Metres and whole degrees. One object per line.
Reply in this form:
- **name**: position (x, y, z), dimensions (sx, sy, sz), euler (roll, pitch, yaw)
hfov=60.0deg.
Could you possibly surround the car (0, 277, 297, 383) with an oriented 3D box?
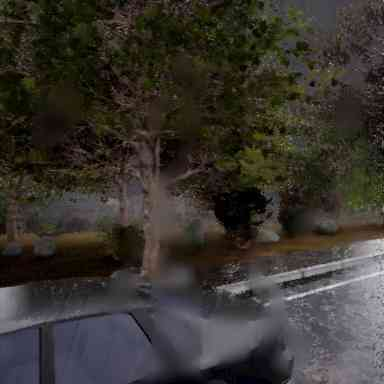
- **car**: position (-1.457, 1.549, 2.642), dimensions (5.357, 1.411, 2.033), euler (0, 0, -36)
